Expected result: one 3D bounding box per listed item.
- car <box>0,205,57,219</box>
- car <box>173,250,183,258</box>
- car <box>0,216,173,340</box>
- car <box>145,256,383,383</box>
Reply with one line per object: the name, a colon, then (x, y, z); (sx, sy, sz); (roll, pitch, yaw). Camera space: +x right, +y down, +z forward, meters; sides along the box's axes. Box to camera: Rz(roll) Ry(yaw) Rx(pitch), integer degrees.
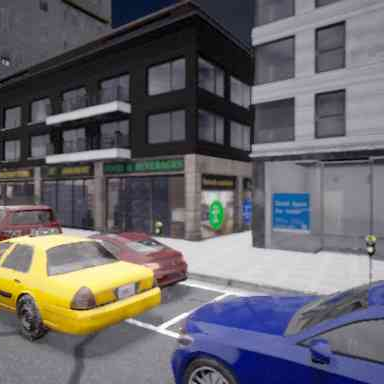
car: (-6.510, 1.366, 11.449); (5.009, 1.841, 2.192); (0, 0, 36)
car: (-2.043, 1.621, 8.237); (4.206, 1.307, 1.802); (0, 0, 36)
car: (-3.074, 1.486, 6.570); (5.366, 1.575, 1.801); (0, 0, 36)
car: (1.952, 1.544, 2.956); (4.674, 1.442, 1.812); (0, 0, 36)
